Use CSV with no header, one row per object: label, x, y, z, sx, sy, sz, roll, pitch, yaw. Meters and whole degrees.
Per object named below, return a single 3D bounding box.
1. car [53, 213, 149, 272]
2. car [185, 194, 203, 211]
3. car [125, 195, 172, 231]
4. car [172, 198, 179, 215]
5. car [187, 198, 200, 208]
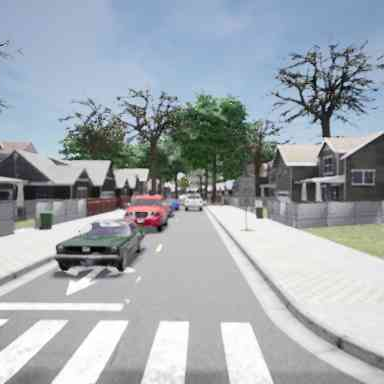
car,-2.795,1.607,11.054,1.895,1.301,4.718,0,0,0
car,0.240,1.302,42.228,2.150,2.045,5.566,0,0,0
car,-2.728,1.243,20.954,2.150,2.045,5.566,0,0,1
car,-2.669,1.531,31.189,2.128,1.511,4.902,0,0,0
car,0.301,1.668,52.618,1.994,1.385,4.181,0,0,0
